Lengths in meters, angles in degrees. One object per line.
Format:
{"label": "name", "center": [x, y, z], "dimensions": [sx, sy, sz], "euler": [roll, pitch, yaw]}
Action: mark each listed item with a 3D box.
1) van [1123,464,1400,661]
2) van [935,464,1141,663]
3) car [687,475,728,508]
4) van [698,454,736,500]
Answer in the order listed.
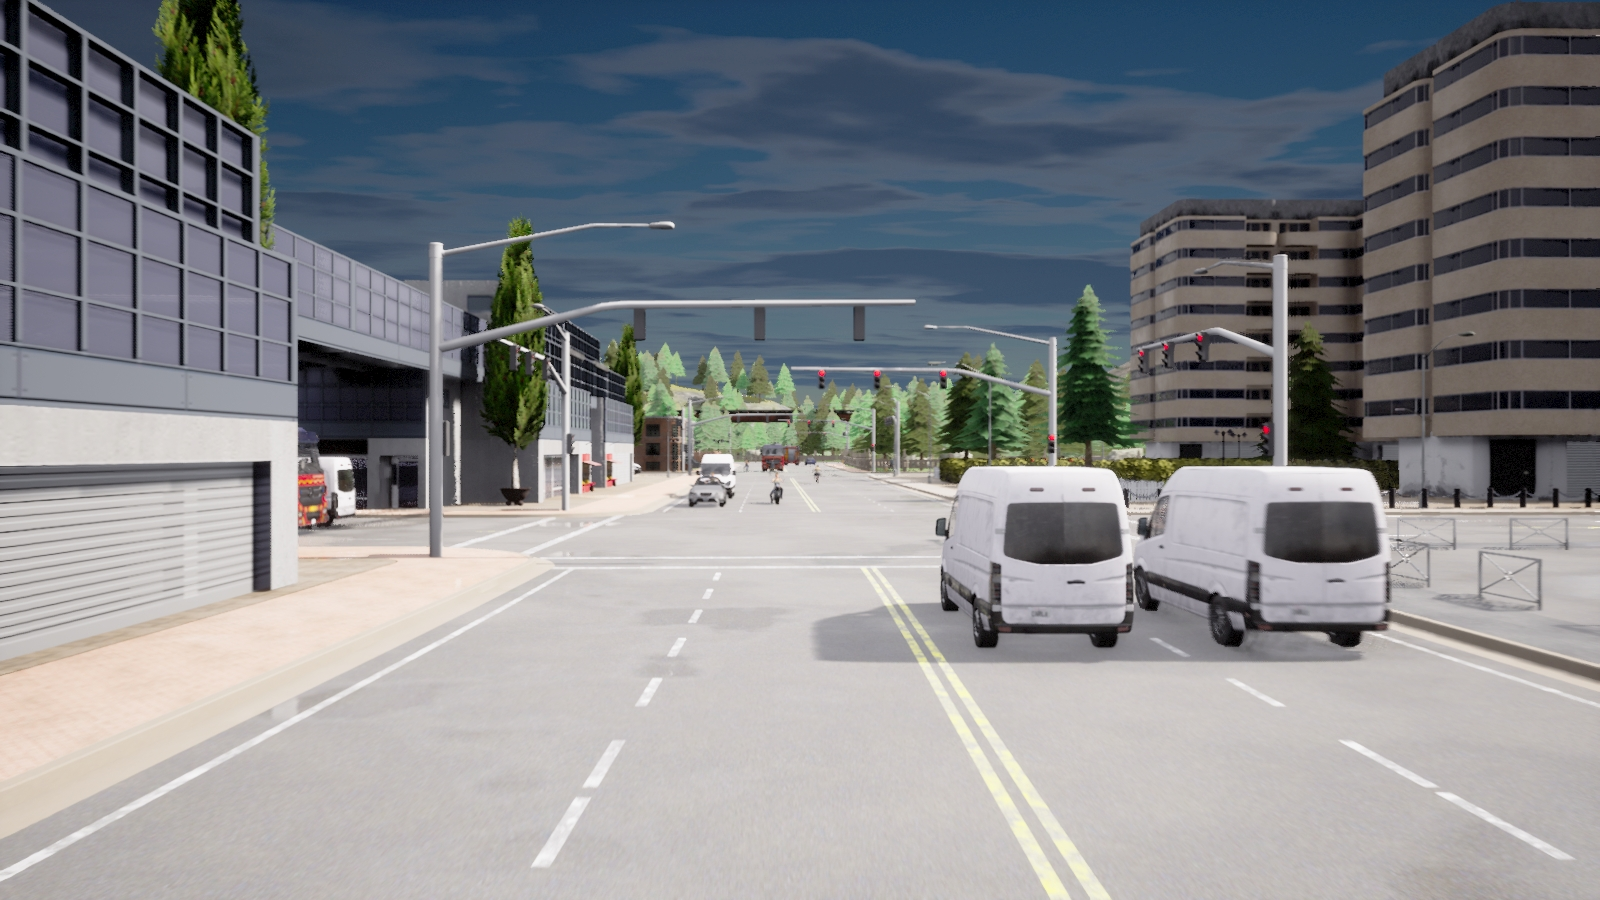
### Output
{"label": "van", "center": [6.988, 1.534, 18.172], "dimensions": [1.988, 2.561, 5.915], "euler": [0, 0, 0]}
{"label": "van", "center": [3.489, 1.534, 18.025], "dimensions": [1.988, 2.561, 5.915], "euler": [0, 0, 0]}
{"label": "car", "center": [-4.623, 2.065, 57.442], "dimensions": [1.816, 1.474, 4.193], "euler": [0, 0, -2]}
{"label": "van", "center": [-4.892, 1.534, 67.815], "dimensions": [1.988, 2.561, 5.915], "euler": [0, 0, -1]}
